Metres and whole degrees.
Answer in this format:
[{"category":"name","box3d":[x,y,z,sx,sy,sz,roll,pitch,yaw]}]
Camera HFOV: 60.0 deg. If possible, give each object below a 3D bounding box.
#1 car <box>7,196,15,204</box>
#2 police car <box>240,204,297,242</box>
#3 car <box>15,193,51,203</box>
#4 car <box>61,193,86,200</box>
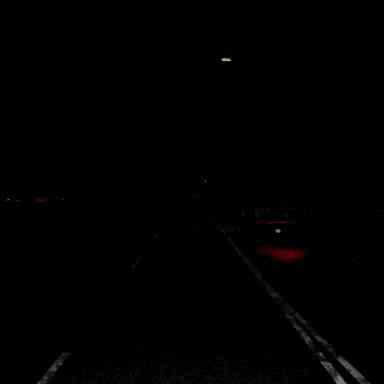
[{"category":"car","box3d":[-28.009,1.261,54.041,2.097,1.767,4.553,0,0,0]},{"category":"police car","box3d":[3.527,1.397,16.300,1.930,1.638,5.238,0,0,0]},{"category":"car","box3d":[-21.079,1.141,45.045,2.150,2.045,5.566,0,0,0]},{"category":"car","box3d":[-17.549,1.136,49.578,2.150,2.045,5.566,0,0,0]}]
